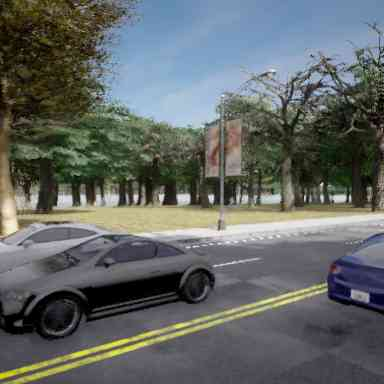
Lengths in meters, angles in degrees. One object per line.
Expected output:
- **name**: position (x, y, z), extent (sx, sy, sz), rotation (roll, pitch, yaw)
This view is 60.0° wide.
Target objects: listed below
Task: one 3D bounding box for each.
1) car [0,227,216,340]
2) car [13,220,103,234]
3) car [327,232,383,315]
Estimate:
- **car**: position (-1.561, 1.559, 6.563), extent (4.181, 1.385, 1.994), rotation (0, 0, -36)
- **car**: position (-3.913, 1.523, 8.877), extent (4.674, 1.442, 1.812), rotation (0, 0, -36)
- **car**: position (4.592, 1.512, 6.718), extent (4.674, 1.442, 1.812), rotation (0, 0, -35)
